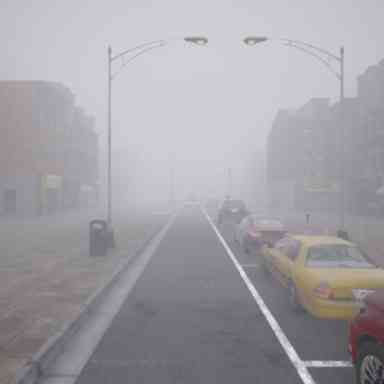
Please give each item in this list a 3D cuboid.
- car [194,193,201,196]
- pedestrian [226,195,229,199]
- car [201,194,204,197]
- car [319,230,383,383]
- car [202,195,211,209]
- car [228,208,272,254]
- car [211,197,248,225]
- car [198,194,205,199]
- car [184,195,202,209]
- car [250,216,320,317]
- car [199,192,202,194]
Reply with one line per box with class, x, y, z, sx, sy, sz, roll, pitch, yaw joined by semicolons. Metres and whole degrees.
car;-0.170;1.284;56.324;1.837;1.490;4.892;0;0;-6
pedestrian;2.734;1.171;26.225;0.375;1.860;0.375;0;0;0
car;2.611;1.356;46.851;2.008;1.369;4.403;0;0;0
car;2.643;1.307;1.453;2.192;1.841;5.009;0;0;0
car;2.614;1.388;41.175;1.947;1.339;4.313;0;0;0
car;2.634;1.517;12.804;1.802;1.307;4.206;0;0;0
car;2.735;1.240;23.415;2.097;1.767;4.553;0;0;0
car;2.579;1.299;92.920;1.947;1.339;4.313;0;0;0
car;0.012;1.421;41.892;1.895;1.301;4.718;0;0;0
car;2.638;1.487;7.299;1.752;1.417;4.829;0;0;0
car;2.591;1.290;75.881;1.887;1.381;4.507;0;0;0
